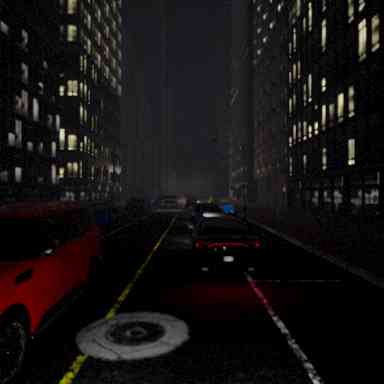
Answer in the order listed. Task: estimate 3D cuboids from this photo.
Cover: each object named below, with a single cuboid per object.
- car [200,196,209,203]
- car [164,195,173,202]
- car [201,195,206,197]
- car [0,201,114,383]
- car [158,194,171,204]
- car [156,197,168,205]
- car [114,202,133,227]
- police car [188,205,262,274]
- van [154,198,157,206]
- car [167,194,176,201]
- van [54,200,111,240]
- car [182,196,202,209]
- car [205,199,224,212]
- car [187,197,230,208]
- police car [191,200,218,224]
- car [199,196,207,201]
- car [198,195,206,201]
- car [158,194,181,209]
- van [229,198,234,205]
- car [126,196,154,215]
[{"bbox_3d":[2.744,1.647,74.568,1.947,1.339,4.313,0,0,0],"label":"car"},{"bbox_3d":[-5.632,1.518,80.270,1.967,1.590,4.097,0,0,0],"label":"car"},{"bbox_3d":[2.740,1.607,69.052,1.752,1.417,4.829,0,0,0],"label":"car"},{"bbox_3d":[-3.097,1.235,5.514,2.150,2.045,5.566,0,0,0],"label":"car"},{"bbox_3d":[-5.639,1.397,68.897,2.192,1.841,5.009,0,0,0],"label":"car"},{"bbox_3d":[-5.644,1.627,63.212,1.887,1.381,4.507,0,0,0],"label":"car"},{"bbox_3d":[-5.671,1.615,23.410,1.947,1.339,4.313,0,0,0],"label":"car"},{"bbox_3d":[0.907,1.451,10.790,1.930,1.638,5.238,0,0,0],"label":"police car"},{"bbox_3d":[-5.658,1.411,40.469,1.690,1.788,3.998,0,0,0],"label":"van"},{"bbox_3d":[-5.625,1.509,91.642,1.967,1.590,4.097,0,0,0],"label":"car"},{"bbox_3d":[-5.674,1.380,17.725,1.690,1.788,3.998,0,0,0],"label":"van"},{"bbox_3d":[0.036,1.638,46.506,1.994,1.385,4.181,0,0,0],"label":"car"},{"bbox_3d":[2.721,1.620,40.456,2.008,1.369,4.403,0,0,0],"label":"car"},{"bbox_3d":[0.913,1.395,20.650,2.097,1.767,4.553,0,0,0],"label":"car"},{"bbox_3d":[0.917,1.479,26.790,1.930,1.638,5.238,0,0,0],"label":"police car"},{"bbox_3d":[2.751,1.656,85.938,1.802,1.307,4.206,0,0,0],"label":"car"},{"bbox_3d":[2.755,1.614,91.624,1.887,1.381,4.507,0,0,0],"label":"car"},{"bbox_3d":[-3.065,1.296,47.048,2.150,2.045,5.566,0,0,0],"label":"car"},{"bbox_3d":[2.715,1.398,29.086,1.690,1.788,3.998,0,0,0],"label":"van"},{"bbox_3d":[-5.662,1.379,34.783,2.192,1.841,5.009,0,0,0],"label":"car"}]
